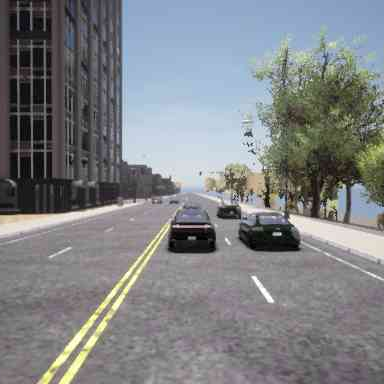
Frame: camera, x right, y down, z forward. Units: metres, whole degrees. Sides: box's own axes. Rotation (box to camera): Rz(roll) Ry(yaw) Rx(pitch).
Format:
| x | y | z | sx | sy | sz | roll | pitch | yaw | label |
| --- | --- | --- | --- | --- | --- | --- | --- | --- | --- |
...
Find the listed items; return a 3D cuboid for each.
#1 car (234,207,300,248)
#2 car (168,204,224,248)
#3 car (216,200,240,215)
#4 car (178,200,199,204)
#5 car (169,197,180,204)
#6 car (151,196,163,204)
| x | y | z | sx | sy | sz | roll | pitch | yaw | label |
| --- | --- | --- | --- | --- | --- | --- | --- | --- | --- |
| 3.250 | 1.568 | 14.652 | 1.994 | 1.385 | 4.181 | 0 | 0 | 0 | car |
| 0.000 | 1.490 | 14.651 | 2.128 | 1.511 | 4.902 | 0 | 0 | 0 | car |
| 3.250 | 1.488 | 29.652 | 2.128 | 1.511 | 4.902 | 0 | 0 | 0 | car |
| 0.000 | 1.565 | 29.653 | 1.994 | 1.385 | 4.181 | 0 | 0 | 0 | car |
| -3.250 | 1.592 | 62.624 | 2.033 | 1.411 | 5.357 | 0 | 0 | 0 | car |
| -6.501 | 1.512 | 62.625 | 2.128 | 1.511 | 4.902 | 0 | 0 | 0 | car |
